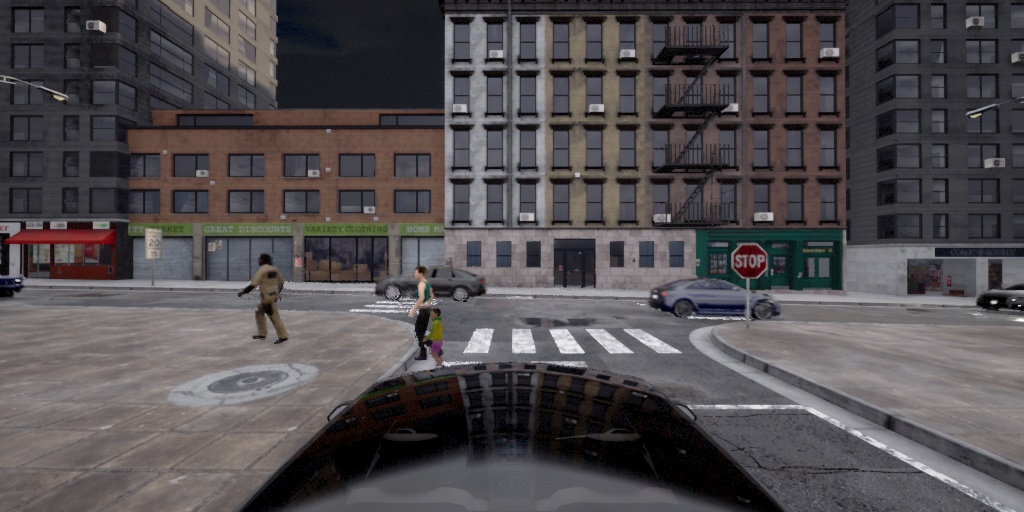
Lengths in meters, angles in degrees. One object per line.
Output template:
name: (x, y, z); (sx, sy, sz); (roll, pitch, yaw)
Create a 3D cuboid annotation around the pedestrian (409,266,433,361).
pedestrian: (-1.672, 1.045, 6.735); (0.375, 1.860, 0.375); (0, 0, 0)

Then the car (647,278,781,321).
car: (7.163, 1.485, 12.960); (4.181, 1.385, 1.994); (1, 0, 0)

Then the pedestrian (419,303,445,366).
pedestrian: (-1.228, 1.425, 6.137); (0.500, 1.100, 0.500); (0, 0, 0)

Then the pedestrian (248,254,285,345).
pedestrian: (-5.015, 0.847, 7.335); (0.375, 1.860, 0.375); (0, 0, 0)

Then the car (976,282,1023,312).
car: (23.722, 1.858, 15.837); (4.892, 1.490, 1.837); (1, 0, 0)

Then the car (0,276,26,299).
car: (-21.140, 0.975, 13.076); (4.718, 1.301, 1.895); (1, 0, 0)

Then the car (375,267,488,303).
car: (-3.531, 1.224, 15.953); (4.892, 1.490, 1.837); (1, 0, 0)
